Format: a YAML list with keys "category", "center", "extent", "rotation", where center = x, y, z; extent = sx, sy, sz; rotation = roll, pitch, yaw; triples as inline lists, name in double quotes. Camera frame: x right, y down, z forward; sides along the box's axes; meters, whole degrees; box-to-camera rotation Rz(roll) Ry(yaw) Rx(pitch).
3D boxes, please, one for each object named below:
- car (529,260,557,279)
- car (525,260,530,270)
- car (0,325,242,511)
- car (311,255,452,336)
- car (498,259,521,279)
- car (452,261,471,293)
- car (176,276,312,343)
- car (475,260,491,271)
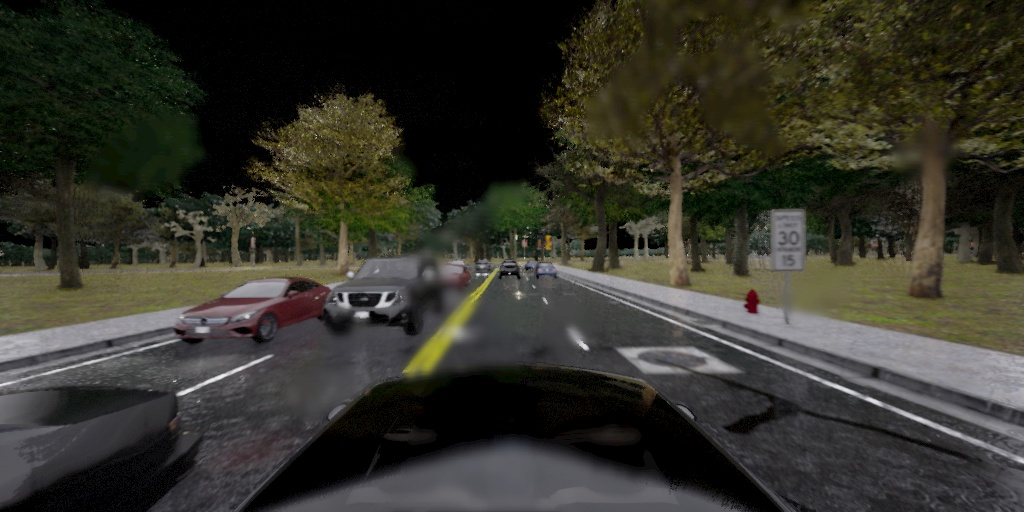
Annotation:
- category: "car"
  center: [2.947, 1.245, 32.478]
  extent: [2.033, 1.411, 5.357]
  rotation: [0, 0, 0]
- category: "car"
  center: [2.801, 1.224, 49.333]
  extent: [1.994, 1.385, 4.181]
  rotation: [0, 0, 0]
- category: "car"
  center: [-3.312, 1.326, 0.359]
  extent: [2.033, 1.411, 5.357]
  rotation: [0, 0, -1]
- category: "car"
  center: [-3.437, 0.996, 10.912]
  extent: [2.150, 2.045, 5.566]
  rotation: [0, 0, -1]
- category: "car"
  center: [-0.233, 1.228, 32.902]
  extent: [1.837, 1.490, 4.892]
  rotation: [0, 0, -1]
- category: "car"
  center: [-3.540, 1.244, 21.179]
  extent: [1.882, 1.535, 5.008]
  rotation: [0, 0, 0]
- category: "car"
  center: [-6.672, 1.326, 10.023]
  extent: [1.812, 1.442, 4.674]
  rotation: [0, 0, -1]
- category: "car"
  center: [-3.748, 1.230, 47.240]
  extent: [2.128, 1.511, 4.902]
  rotation: [0, 0, -1]
